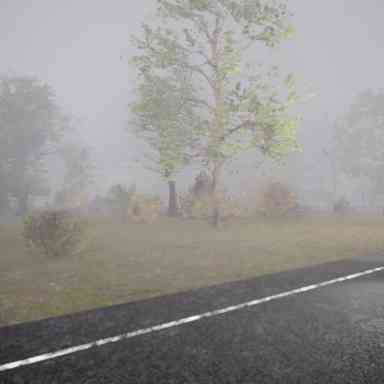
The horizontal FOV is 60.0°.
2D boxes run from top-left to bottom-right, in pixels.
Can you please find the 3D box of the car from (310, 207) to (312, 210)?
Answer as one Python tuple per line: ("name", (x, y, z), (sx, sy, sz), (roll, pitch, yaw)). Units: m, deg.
("car", (17.167, 2.443, 54.752), (4.892, 1.490, 1.837), (-1, -1, 40))
